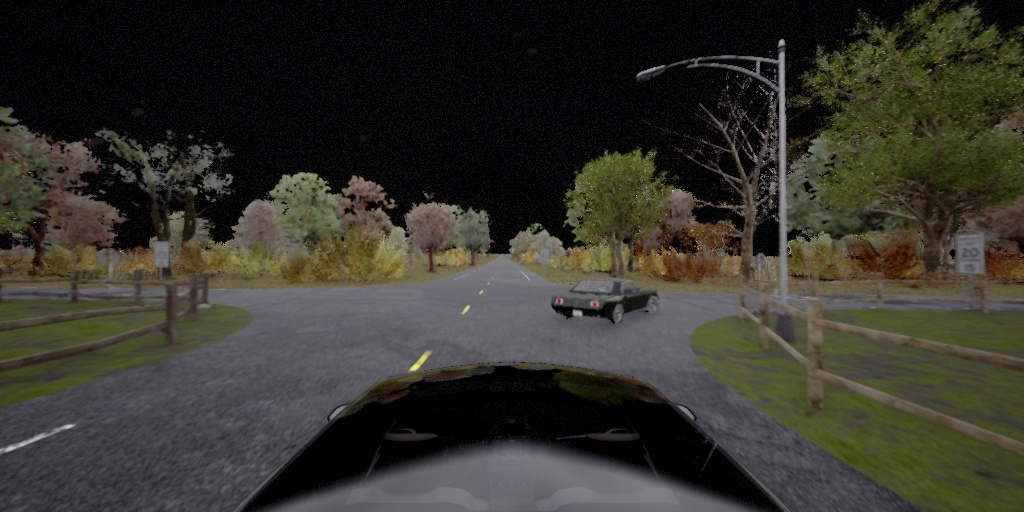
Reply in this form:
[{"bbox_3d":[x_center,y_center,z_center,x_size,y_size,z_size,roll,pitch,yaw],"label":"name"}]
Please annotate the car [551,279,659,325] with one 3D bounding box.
[{"bbox_3d":[3.412,1.425,12.356,1.895,1.301,4.718,0,-1,41],"label":"car"}]
